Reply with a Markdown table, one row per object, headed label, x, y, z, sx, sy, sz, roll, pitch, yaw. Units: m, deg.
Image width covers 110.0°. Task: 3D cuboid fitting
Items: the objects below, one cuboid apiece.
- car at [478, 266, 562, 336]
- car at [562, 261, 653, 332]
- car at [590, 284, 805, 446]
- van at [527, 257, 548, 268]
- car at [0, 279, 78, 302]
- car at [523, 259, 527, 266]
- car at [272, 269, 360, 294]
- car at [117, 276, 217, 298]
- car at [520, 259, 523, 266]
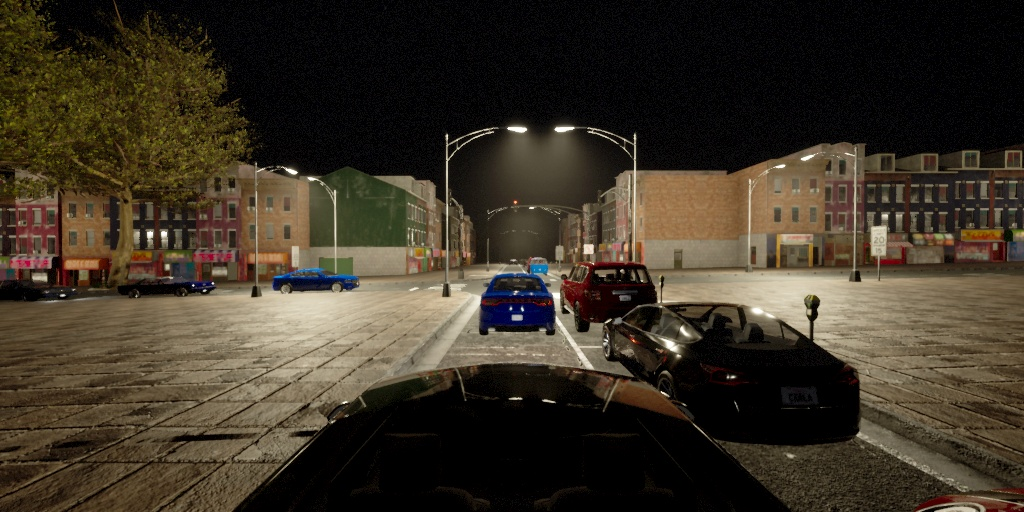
| label | x | y | z | sx | sy | sz | roll | pitch | yaw |
| --- | --- | --- | --- | --- | --- | --- | --- | --- | --- |
| car | 0.147 | 1.227 | 10.482 | 1.882 | 1.535 | 5.008 | 0 | 0 | 1 |
| car | 2.669 | 1.064 | 10.758 | 2.192 | 1.841 | 5.009 | 0 | 0 | 0 |
| car | 2.648 | 1.315 | 5.356 | 1.948 | 1.339 | 4.313 | 0 | 0 | 0 |
| van | 2.772 | 1.105 | 37.119 | 1.690 | 1.789 | 3.998 | 0 | 0 | 0 |
| car | -30.965 | 2.180 | 22.613 | 5.357 | 1.411 | 2.033 | -2 | 1 | 1 |
| car | 2.793 | 1.085 | 42.524 | 2.192 | 1.841 | 5.009 | 0 | 0 | 0 |
| car | -12.234 | 1.542 | 22.547 | 5.008 | 1.535 | 1.882 | -2 | 1 | -1 |
| car | -21.565 | 1.939 | 22.579 | 4.718 | 1.301 | 1.895 | -2 | 1 | 0 |
| car | 2.877 | 1.358 | 64.150 | 2.007 | 1.370 | 4.403 | 0 | 0 | 0 |
